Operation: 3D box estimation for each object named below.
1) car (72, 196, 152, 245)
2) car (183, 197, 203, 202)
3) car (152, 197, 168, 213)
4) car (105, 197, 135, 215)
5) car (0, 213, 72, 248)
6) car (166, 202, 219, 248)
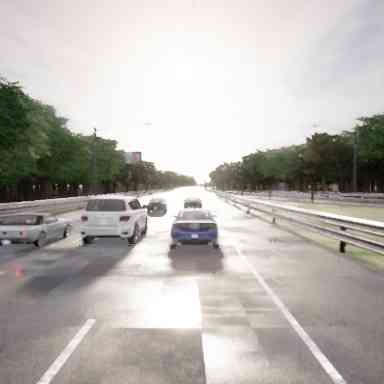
[{"bbox_3d":[-3.402,1.177,15.444,2.150,2.045,5.566,0,0,0],"label":"car"},{"bbox_3d":[0.098,1.210,33.929,1.882,1.535,5.008,0,1,0],"label":"car"},{"bbox_3d":[-3.402,1.268,33.396,1.812,1.442,4.674,0,1,0],"label":"car"},{"bbox_3d":[-6.901,1.263,32.436,1.837,1.490,4.892,0,1,0],"label":"car"},{"bbox_3d":[-6.901,1.563,14.633,1.895,1.301,4.718,0,0,0],"label":"car"},{"bbox_3d":[0.099,1.439,14.628,1.882,1.535,5.008,0,0,0],"label":"car"}]
